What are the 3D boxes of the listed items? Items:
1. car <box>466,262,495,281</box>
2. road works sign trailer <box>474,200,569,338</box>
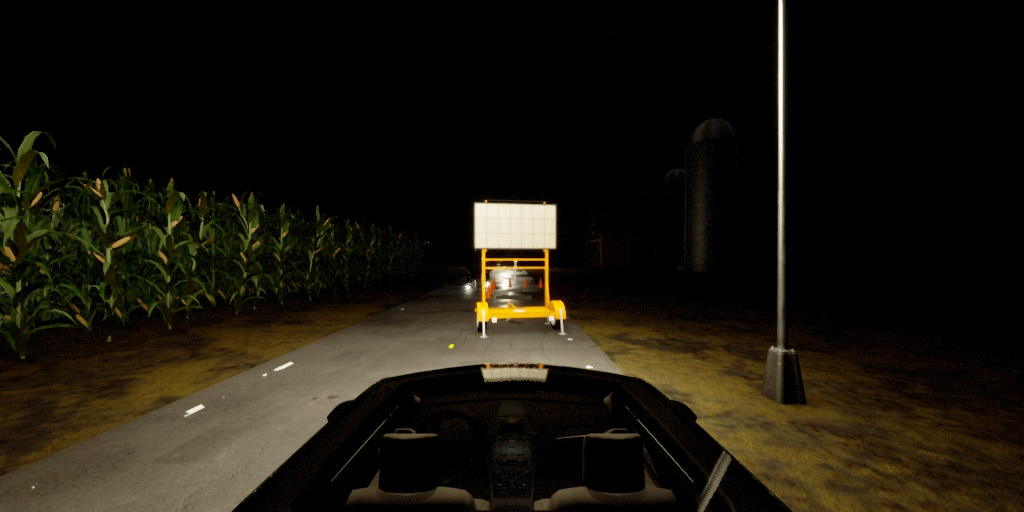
[{"bbox_3d":[-2.794,1.297,31.142,1.882,1.535,5.008,0,0,0],"label":"car"},{"bbox_3d":[0.076,0.218,10.317,2.380,3.560,2.880,0,0,-9],"label":"road works sign trailer"}]
